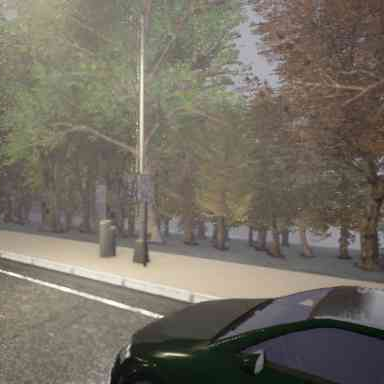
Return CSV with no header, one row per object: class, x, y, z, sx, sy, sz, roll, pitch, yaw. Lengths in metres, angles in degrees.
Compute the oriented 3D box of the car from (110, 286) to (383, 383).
car,1.255,1.563,2.789,4.181,1.385,1.994,0,0,35
